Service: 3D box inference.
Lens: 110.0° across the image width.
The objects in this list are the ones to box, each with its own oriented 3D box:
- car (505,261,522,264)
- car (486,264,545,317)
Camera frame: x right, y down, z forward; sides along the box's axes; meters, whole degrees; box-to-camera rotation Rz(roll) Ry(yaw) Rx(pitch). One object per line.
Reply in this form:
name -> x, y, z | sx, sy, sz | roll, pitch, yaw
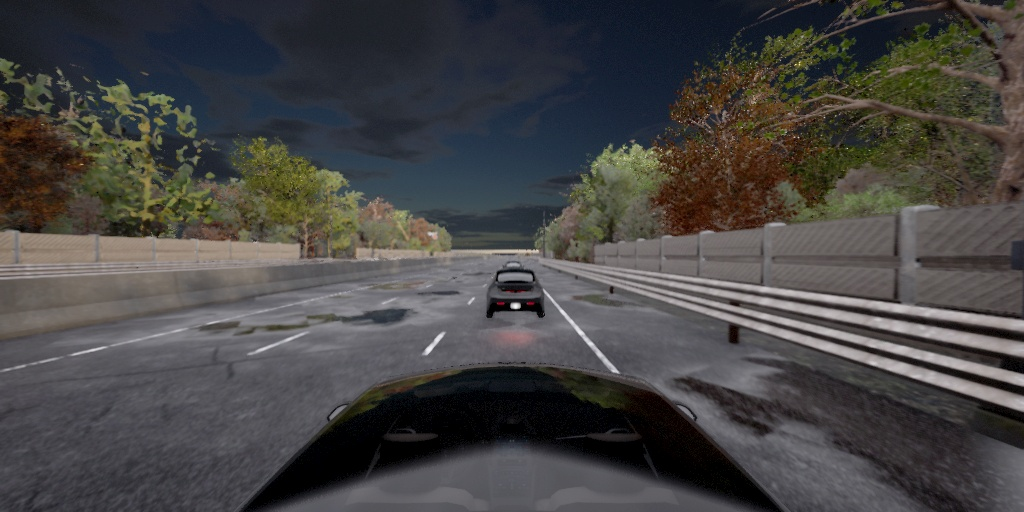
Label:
car -> 0.116, 1.138, 29.758 | 1.812, 1.442, 4.674 | 0, 0, 0
car -> 0.107, 1.195, 12.865 | 1.837, 1.490, 4.892 | 0, 0, 0
